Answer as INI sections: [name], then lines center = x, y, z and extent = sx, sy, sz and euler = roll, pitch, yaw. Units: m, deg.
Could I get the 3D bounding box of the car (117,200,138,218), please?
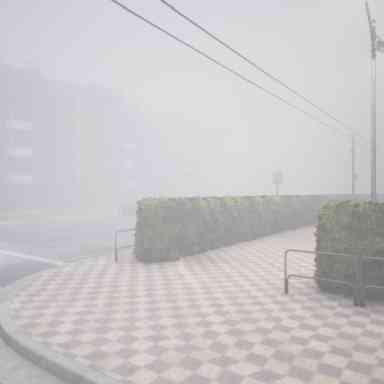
[car]
center = -4.700, 1.511, 30.759
extent = 1.837, 1.490, 4.892
euler = 0, 0, 36
